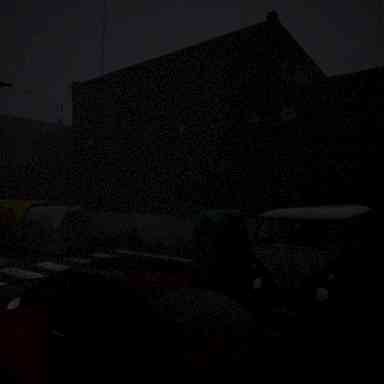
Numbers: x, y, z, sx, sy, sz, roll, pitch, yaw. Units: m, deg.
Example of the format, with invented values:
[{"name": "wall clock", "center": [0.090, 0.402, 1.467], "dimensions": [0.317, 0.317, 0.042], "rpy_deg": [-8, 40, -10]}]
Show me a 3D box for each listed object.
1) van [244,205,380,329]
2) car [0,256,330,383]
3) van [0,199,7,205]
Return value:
[{"name": "van", "center": [2.671, 1.279, 6.910], "dimensions": [1.878, 1.987, 4.442], "rpy_deg": [-1, 0, 35]}, {"name": "car", "center": [-1.019, 1.554, 4.098], "dimensions": [4.674, 1.442, 1.812], "rpy_deg": [-1, 0, 35]}, {"name": "van", "center": [-10.682, 1.389, 16.681], "dimensions": [1.878, 1.987, 4.442], "rpy_deg": [0, 0, 35]}]
